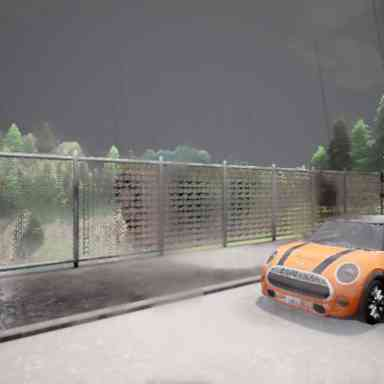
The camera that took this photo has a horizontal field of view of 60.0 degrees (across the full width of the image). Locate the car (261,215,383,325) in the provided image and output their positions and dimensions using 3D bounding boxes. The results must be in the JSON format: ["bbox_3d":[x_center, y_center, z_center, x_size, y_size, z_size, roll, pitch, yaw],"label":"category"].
[{"bbox_3d":[3.611,1.318,7.168,4.553,1.767,2.097,0,0,-35],"label":"car"}]
